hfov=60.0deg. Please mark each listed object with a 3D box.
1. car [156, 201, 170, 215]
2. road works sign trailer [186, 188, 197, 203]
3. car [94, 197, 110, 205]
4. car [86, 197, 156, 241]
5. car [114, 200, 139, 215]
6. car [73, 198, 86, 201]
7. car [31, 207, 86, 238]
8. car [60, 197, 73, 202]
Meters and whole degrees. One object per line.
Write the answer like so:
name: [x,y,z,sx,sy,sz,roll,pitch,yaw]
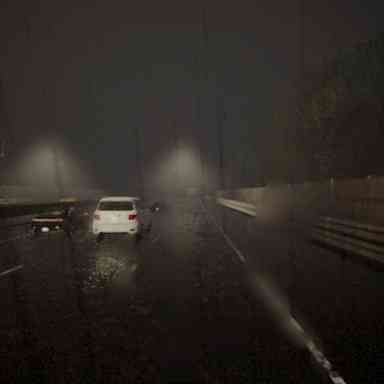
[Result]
car: [-3.403,1.668,35.098,1.994,1.385,4.181,0,0,0]
road works sign trailer: [-0.010,0.746,81.266,2.380,3.560,2.880,0,0,0]
car: [-17.506,1.735,65.023,1.812,1.442,4.674,0,0,0]
car: [-3.401,1.270,17.157,2.150,2.045,5.566,0,0,0]
car: [-6.901,1.630,35.620,1.812,1.442,4.674,0,0,0]
car: [-21.004,1.804,64.837,1.895,1.301,4.718,0,0,0]
car: [-6.901,1.542,18.062,2.128,1.511,4.902,0,0,0]
car: [-24.504,1.694,65.865,1.882,1.535,5.008,0,0,0]
